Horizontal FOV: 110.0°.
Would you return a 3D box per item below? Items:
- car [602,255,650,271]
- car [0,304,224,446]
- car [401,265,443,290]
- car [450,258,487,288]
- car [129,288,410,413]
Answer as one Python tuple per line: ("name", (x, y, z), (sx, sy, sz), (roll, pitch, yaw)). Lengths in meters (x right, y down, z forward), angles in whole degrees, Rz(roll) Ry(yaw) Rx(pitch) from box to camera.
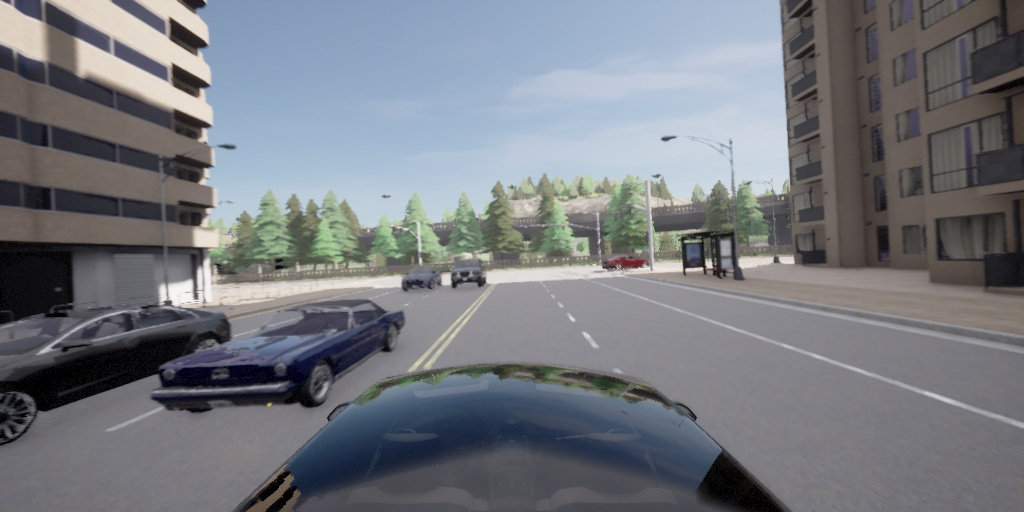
("car", (11.702, 0.656, 36.662), (5.008, 1.535, 1.882), (-3, -1, -14))
("car", (-7.133, 1.635, 5.885), (2.128, 1.511, 4.902), (-3, 0, 1))
("car", (-6.627, 1.531, 26.695), (2.097, 1.767, 4.553), (-3, 0, 1))
("car", (-3.131, 1.213, 26.873), (2.150, 2.045, 5.566), (-3, 0, 1))
("car", (-3.614, 1.559, 6.708), (1.895, 1.301, 4.718), (-3, 0, 1))
